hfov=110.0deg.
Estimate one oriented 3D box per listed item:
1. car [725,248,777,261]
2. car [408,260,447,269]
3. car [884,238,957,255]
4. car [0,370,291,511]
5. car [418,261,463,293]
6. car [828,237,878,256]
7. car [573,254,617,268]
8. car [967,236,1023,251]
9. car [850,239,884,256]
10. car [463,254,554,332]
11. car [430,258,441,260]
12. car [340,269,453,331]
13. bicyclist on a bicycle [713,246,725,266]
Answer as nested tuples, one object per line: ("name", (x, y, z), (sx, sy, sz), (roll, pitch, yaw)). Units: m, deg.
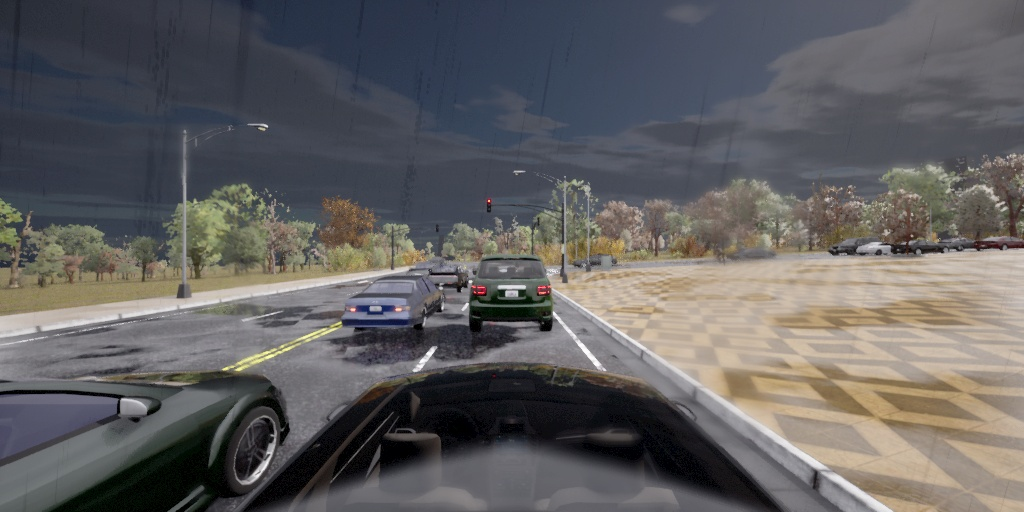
("car", (27.818, -0.213, 41.748), (5.357, 1.411, 2.033), (-3, 0, -4))
("car", (-6.654, 1.265, 27.316), (2.128, 1.511, 4.902), (0, 0, 3))
("car", (41.236, -0.880, 36.259), (5.008, 1.535, 1.882), (-3, 0, -5))
("car", (-3.173, 1.314, 1.827), (1.994, 1.385, 4.181), (0, 0, 0))
("car", (-3.624, 1.256, 20.795), (2.128, 1.511, 4.902), (0, 0, 0))
("car", (41.036, -1.143, 42.872), (5.566, 2.045, 2.150), (-4, 0, -6))
("car", (9.411, 0.582, 40.684), (4.892, 1.490, 1.837), (-3, 0, -3))
("car", (51.155, -1.317, 37.392), (5.008, 1.535, 1.882), (-3, 0, -7))
("car", (40.574, -0.806, 39.458), (4.674, 1.442, 1.812), (-3, 0, -6))
("car", (-0.063, 0.977, 11.047), (2.150, 2.045, 5.566), (0, 0, -1))
("car", (-12.545, 1.404, 54.777), (1.994, 1.385, 4.181), (0, 0, -5))
("car", (-3.311, 1.302, 11.049), (2.033, 1.411, 5.357), (0, 0, -1))
("bicyclist on a bicycle", (17.399, 0.003, 30.152), (0.582, 1.620, 1.656), (-2, 0, -3))
